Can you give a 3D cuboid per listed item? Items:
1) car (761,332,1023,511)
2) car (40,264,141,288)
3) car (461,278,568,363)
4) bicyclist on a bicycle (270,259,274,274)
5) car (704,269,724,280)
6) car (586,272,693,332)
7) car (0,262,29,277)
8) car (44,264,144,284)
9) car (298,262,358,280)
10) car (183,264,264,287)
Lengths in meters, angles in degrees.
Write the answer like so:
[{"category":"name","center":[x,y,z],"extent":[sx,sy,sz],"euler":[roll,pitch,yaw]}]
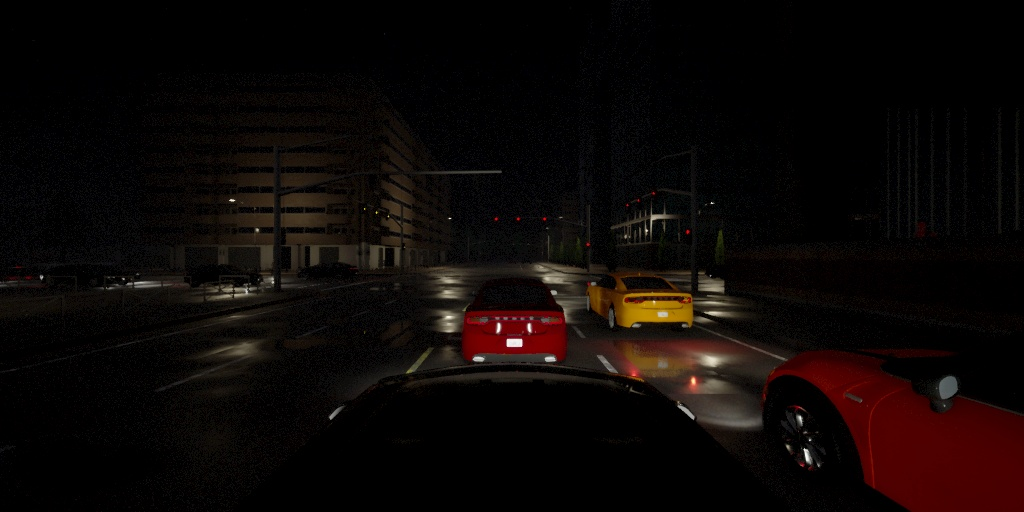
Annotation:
[{"category":"car","center":[3.600,1.102,1.794],"extent":[2.097,1.767,4.553],"euler":[0,0,0]},{"category":"car","center":[-28.670,1.310,24.223],"extent":[4.892,1.490,1.837],"euler":[0,0,0]},{"category":"car","center":[0.058,1.228,8.164],"extent":[1.882,1.535,5.008],"euler":[0,0,0]},{"category":"bicyclist on a bicycle","center":[-25.540,1.106,38.695],"extent":[0.582,1.620,1.656],"euler":[0,0,0]},{"category":"car","center":[19.520,1.406,31.246],"extent":[4.718,1.301,1.895],"euler":[0,0,0]},{"category":"car","center":[3.577,1.228,10.940],"extent":[1.882,1.535,5.008],"euler":[0,0,0]},{"category":"car","center":[-50.350,1.297,34.956],"extent":[4.902,1.511,2.128],"euler":[0,0,1]},{"category":"car","center":[-32.193,1.353,27.737],"extent":[5.357,1.411,2.033],"euler":[0,0,0]},{"category":"car","center":[-16.057,1.298,31.376],"extent":[4.902,1.511,2.128],"euler":[0,0,0]},{"category":"car","center":[-19.431,1.331,24.208],"extent":[4.674,1.442,1.812],"euler":[0,0,0]}]
